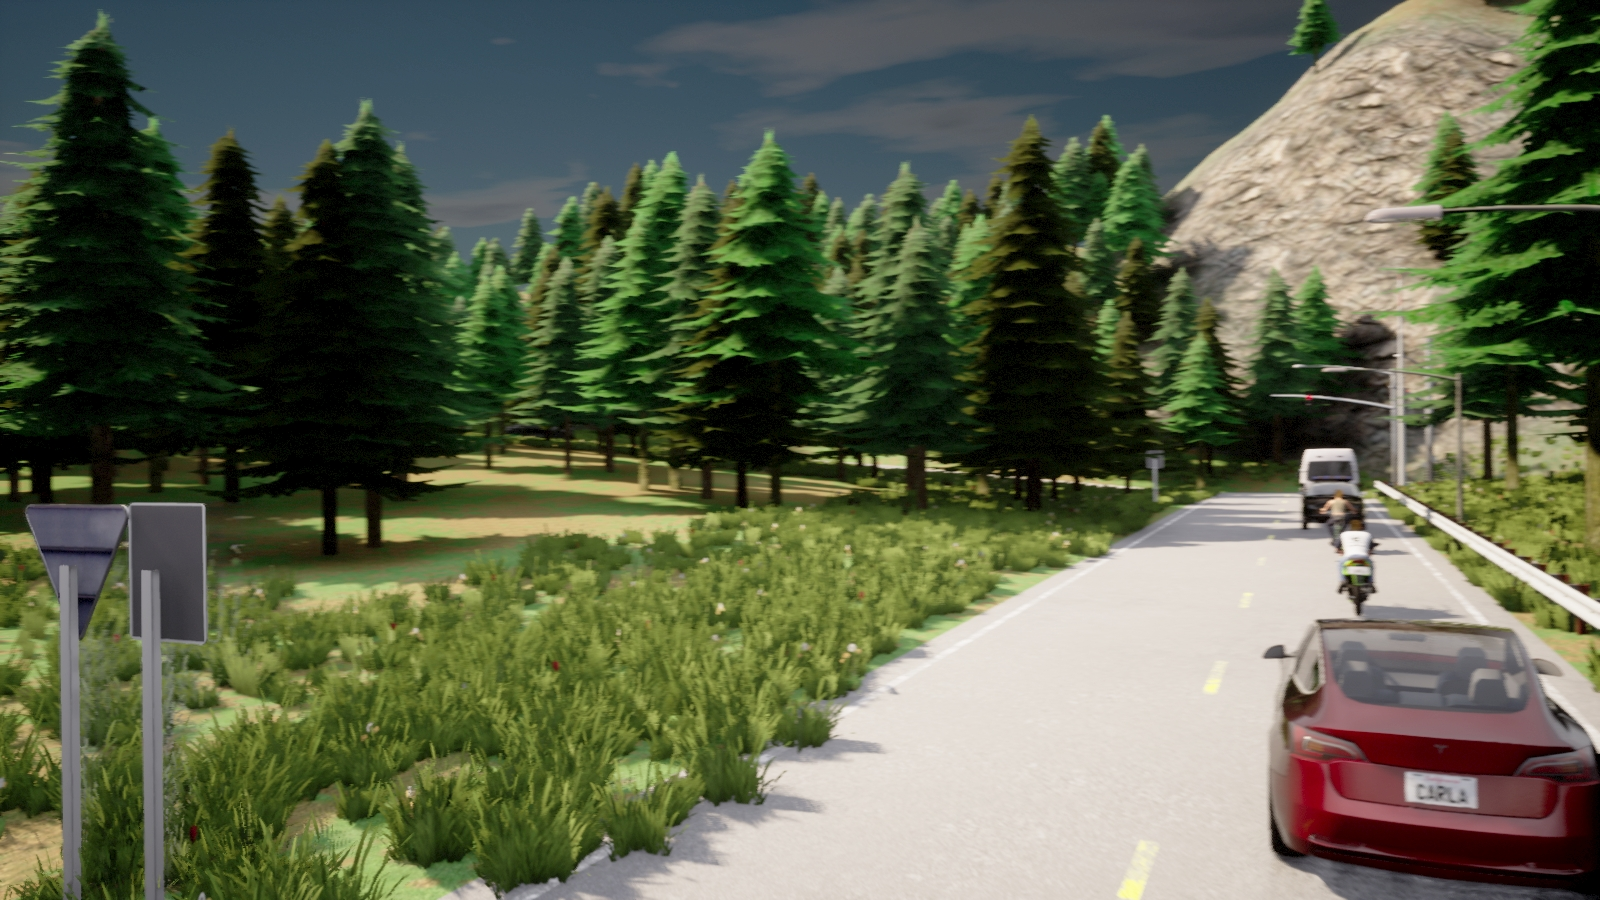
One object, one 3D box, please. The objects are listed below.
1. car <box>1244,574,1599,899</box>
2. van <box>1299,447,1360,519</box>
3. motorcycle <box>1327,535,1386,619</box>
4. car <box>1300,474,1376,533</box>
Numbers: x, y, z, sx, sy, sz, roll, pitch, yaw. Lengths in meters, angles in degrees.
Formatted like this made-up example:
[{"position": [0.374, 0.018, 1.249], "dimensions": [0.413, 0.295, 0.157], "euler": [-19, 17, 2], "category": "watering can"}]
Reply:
[{"position": [4.706, 1.979, 8.735], "dimensions": [2.163, 1.488, 4.792], "euler": [-1, 0, 24], "category": "car"}, {"position": [20.578, 1.202, 44.506], "dimensions": [1.988, 2.561, 5.915], "euler": [-1, 0, 24], "category": "van"}, {"position": [9.184, 2.060, 18.913], "dimensions": [0.803, 1.145, 2.033], "euler": [-1, 0, 24], "category": "motorcycle"}, {"position": [17.677, 1.696, 37.681], "dimensions": [2.097, 1.638, 5.238], "euler": [-1, 0, 24], "category": "car"}]
